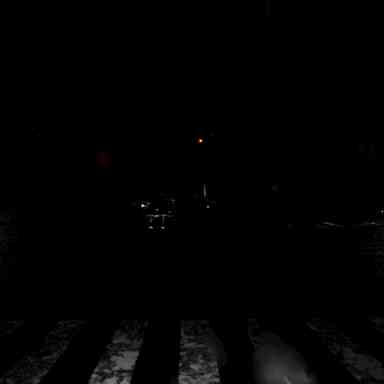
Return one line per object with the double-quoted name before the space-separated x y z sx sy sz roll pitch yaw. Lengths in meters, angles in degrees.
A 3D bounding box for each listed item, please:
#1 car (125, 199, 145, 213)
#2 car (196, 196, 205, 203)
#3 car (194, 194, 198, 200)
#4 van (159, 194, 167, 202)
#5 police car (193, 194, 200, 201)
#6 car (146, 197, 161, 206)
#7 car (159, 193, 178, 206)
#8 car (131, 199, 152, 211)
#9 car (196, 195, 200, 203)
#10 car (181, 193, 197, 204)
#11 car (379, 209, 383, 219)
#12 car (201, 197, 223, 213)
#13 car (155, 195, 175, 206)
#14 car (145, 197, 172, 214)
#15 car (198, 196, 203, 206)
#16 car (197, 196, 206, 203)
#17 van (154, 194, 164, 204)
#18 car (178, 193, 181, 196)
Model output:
"car" -6.156 1.556 36.330 2.008 1.369 4.403 0 0 -1
"car" 1.833 1.589 73.231 1.947 1.339 4.313 0 0 -1
"car" 1.987 1.567 62.654 2.008 1.369 4.403 0 0 -1
"van" -6.757 1.368 77.543 1.690 1.788 3.998 0 0 -1
"police car" 1.185 1.462 90.628 1.930 1.638 5.238 0 0 -1
"car" -6.441 1.578 55.892 1.947 1.339 4.313 0 0 -1
"car" -3.733 1.364 53.705 2.097 1.767 4.553 0 0 -1
"car" -6.229 1.557 41.322 2.008 1.369 4.403 0 0 -1
"car" 2.131 1.561 52.783 2.008 1.369 4.403 0 0 -1
"car" -0.706 1.508 64.903 2.128 1.511 4.902 0 0 -1
"car" 14.625 1.303 21.105 4.718 1.301 1.895 -1 0 -1
"car" 2.369 1.555 36.451 2.008 1.369 4.403 0 0 -1
"car" -3.593 1.485 43.548 1.882 1.535 5.008 0 0 -1
"car" -3.473 1.568 34.735 1.994 1.385 4.181 0 0 -2
"car" 2.210 1.553 47.339 1.887 1.381 4.507 0 0 -1
"car" 1.907 1.545 68.112 1.752 1.417 4.829 0 0 -1
"van" -6.599 1.360 66.717 1.690 1.788 3.998 0 0 -1
"car" -3.873 1.529 69.402 2.128 1.511 4.902 0 0 -1
